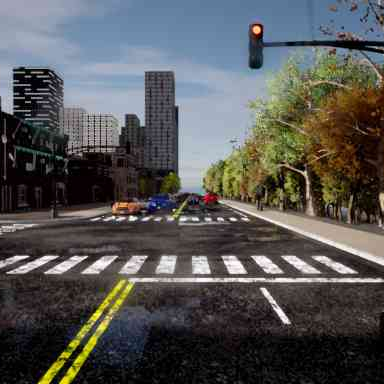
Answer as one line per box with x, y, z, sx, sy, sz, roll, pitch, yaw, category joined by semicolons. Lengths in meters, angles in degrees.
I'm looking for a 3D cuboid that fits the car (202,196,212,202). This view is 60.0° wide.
3.416;1.523;75.928;1.994;1.385;4.181;0;0;0;car

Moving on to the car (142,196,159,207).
-6.472;1.473;52.726;2.128;1.511;4.902;0;0;0;car

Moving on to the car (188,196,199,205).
0.227;1.580;58.636;1.895;1.301;4.718;0;0;0;car

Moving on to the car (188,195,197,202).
0.162;1.510;75.670;2.033;1.411;5.357;0;0;0;car

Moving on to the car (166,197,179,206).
-3.216;1.581;54.917;1.895;1.301;4.718;0;0;0;car

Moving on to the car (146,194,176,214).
-3.261;1.210;35.885;2.150;2.045;5.566;0;0;0;car

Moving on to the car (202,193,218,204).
3.483;1.194;60.997;2.150;2.045;5.566;0;-1;0;car

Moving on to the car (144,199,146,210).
-6.492;1.587;42.722;1.895;1.301;4.718;0;0;0;car

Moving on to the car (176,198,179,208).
-3.232;1.337;45.576;2.097;1.767;4.553;0;0;0;car

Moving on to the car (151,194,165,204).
-6.419;1.330;62.784;2.097;1.767;4.553;0;0;1;car

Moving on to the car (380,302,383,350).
3.357;1.491;2.396;2.128;1.511;4.902;0;0;0;car

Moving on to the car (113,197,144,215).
-6.550;1.342;33.736;2.097;1.767;4.553;0;0;1;car
